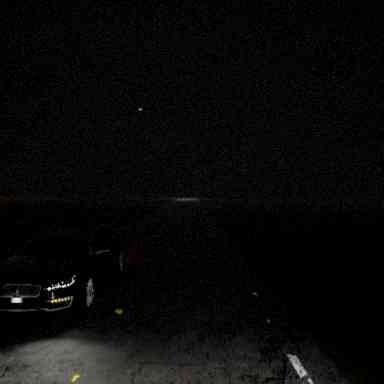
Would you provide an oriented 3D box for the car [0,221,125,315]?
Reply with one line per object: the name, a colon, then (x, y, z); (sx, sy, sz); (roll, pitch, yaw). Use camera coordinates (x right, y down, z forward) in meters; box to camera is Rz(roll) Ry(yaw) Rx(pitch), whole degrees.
car: (-2.854, 1.510, 7.838); (1.837, 1.490, 4.892); (0, 0, 0)
